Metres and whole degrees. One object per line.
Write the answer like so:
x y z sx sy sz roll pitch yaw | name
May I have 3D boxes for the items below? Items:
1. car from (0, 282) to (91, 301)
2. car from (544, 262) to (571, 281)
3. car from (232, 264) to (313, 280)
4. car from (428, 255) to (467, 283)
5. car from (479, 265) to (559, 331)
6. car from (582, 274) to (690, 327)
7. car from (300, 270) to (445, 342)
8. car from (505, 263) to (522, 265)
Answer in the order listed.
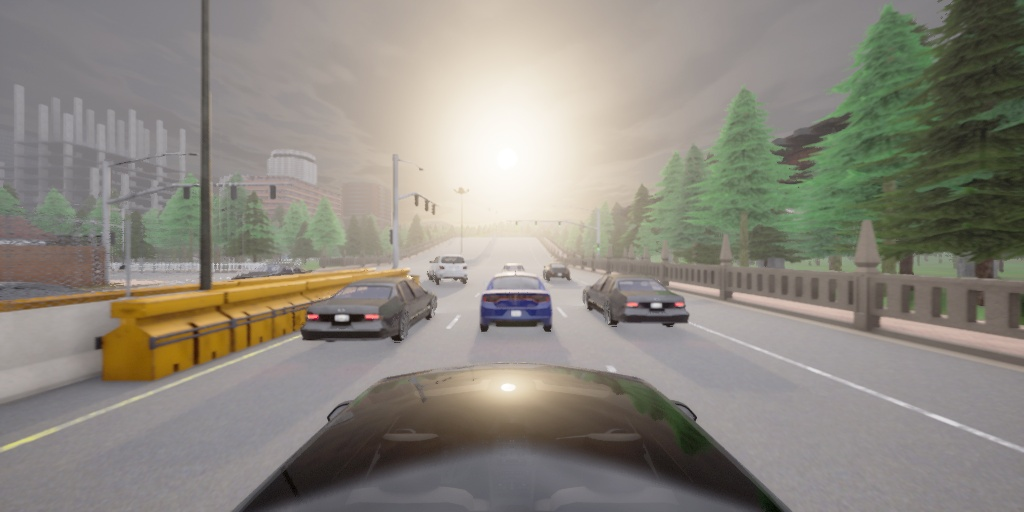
-10.589 1.266 6.914 1.812 1.442 4.674 0 0 0 | car
3.608 1.220 29.446 1.812 1.442 4.674 0 0 0 | car
-13.992 1.170 21.469 2.033 1.411 5.357 0 0 0 | car
-4.834 0.924 26.625 2.150 2.045 5.566 1 0 -20 | car
0.104 1.209 10.968 1.882 1.535 5.008 0 0 0 | car
3.604 1.278 11.457 2.033 1.411 5.357 0 0 0 | car
-3.396 1.282 9.671 2.033 1.411 5.357 0 0 0 | car
0.109 1.249 26.266 2.033 1.411 5.357 0 0 0 | car
